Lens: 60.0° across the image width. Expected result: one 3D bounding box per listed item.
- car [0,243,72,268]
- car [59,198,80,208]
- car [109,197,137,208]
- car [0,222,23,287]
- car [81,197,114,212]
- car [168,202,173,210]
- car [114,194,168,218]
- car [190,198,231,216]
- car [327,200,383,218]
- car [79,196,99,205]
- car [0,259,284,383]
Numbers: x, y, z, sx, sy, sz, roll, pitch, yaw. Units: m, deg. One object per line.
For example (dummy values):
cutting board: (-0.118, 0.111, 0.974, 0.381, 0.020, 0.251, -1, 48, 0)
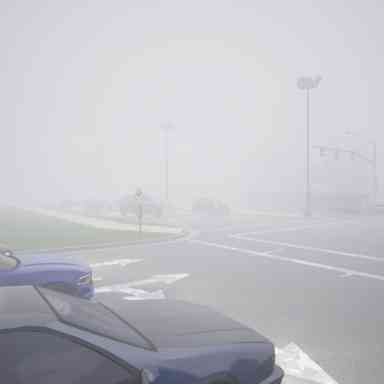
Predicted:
car: (-4.078, 1.478, 5.157, 5.008, 1.535, 1.882, 0, 0, -35)
car: (-17.792, 1.564, 48.257, 1.994, 1.385, 4.181, 0, 0, -37)
car: (-10.476, 1.547, 50.088, 2.033, 1.411, 5.357, 0, 0, -36)
car: (-6.441, 1.564, 7.772, 4.181, 1.385, 1.994, 0, 0, -35)
car: (-10.938, 1.491, 38.819, 2.128, 1.511, 4.902, 0, 0, -36)
car: (-4.203, 1.491, 41.462, 2.128, 1.511, 4.902, 0, 0, -36)
car: (-4.766, 1.221, 30.354, 2.150, 2.045, 5.566, 0, 0, -36)
car: (1.831, 1.352, 33.193, 2.097, 1.767, 4.553, 0, 0, -36)
car: (14.518, 1.491, 29.719, 2.128, 1.511, 4.902, 0, 0, -36)
car: (-19.365, 1.568, 62.580, 2.033, 1.411, 5.357, 0, 0, -36)
car: (-1.685, 1.547, 2.560, 5.357, 1.411, 2.033, 0, 0, -35)
